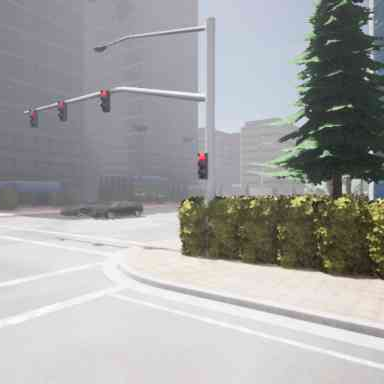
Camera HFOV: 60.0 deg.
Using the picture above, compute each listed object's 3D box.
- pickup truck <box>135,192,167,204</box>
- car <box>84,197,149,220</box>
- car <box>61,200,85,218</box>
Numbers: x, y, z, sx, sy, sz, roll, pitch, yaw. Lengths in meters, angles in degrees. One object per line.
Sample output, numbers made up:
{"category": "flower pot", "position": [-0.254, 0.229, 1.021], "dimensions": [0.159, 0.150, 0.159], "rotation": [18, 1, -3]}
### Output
{"category": "pickup truck", "position": [-7.329, 1.043, 55.944], "dimensions": [6.274, 2.098, 2.390], "rotation": [0, 0, -24]}
{"category": "car", "position": [-6.355, 1.469, 28.626], "dimensions": [1.882, 1.535, 5.008], "rotation": [0, 1, 35]}
{"category": "car", "position": [-9.495, 1.494, 30.244], "dimensions": [1.837, 1.490, 4.892], "rotation": [0, 0, 35]}
